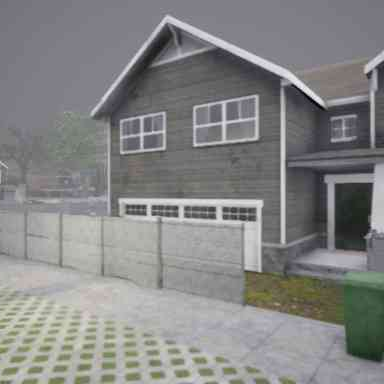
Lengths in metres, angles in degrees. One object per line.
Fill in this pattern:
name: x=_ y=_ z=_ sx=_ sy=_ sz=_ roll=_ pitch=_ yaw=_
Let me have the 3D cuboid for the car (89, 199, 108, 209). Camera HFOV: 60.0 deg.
car: x=-13.455 y=1.758 z=47.883 sx=2.128 sy=1.511 sz=4.902 roll=0 pitch=0 yaw=19

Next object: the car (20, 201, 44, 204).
car: x=-17.725 y=1.744 z=36.294 sx=1.837 sy=1.490 sz=4.892 roll=0 pitch=0 yaw=21
